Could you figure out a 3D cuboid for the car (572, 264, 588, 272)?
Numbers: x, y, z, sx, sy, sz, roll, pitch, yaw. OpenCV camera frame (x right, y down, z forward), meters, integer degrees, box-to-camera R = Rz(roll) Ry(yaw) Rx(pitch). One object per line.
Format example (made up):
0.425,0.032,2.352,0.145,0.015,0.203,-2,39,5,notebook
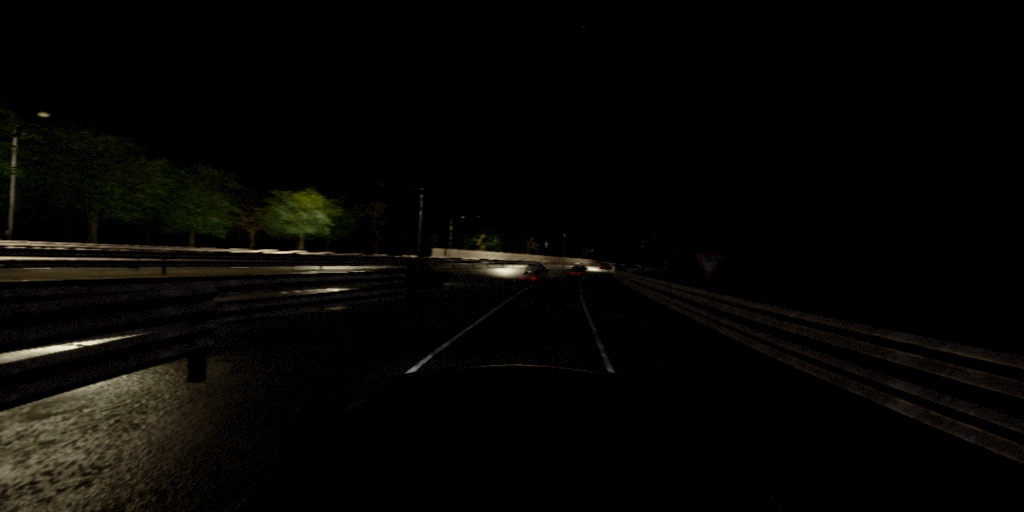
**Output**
11.970,2.134,63.090,1.895,1.301,4.718,3,0,24,car

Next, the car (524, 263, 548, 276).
2.853,1.562,42.103,1.812,1.442,4.674,3,0,23,car

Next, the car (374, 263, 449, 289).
-5.779,1.098,21.054,2.033,1.411,5.357,3,0,22,car
